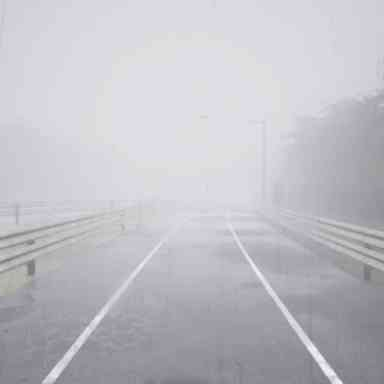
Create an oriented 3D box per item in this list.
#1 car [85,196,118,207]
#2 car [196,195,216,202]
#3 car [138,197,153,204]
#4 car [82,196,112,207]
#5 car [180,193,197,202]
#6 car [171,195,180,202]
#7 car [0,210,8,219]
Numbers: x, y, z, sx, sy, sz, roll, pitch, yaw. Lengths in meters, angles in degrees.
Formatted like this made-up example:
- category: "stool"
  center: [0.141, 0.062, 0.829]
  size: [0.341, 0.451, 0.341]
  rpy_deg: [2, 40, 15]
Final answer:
- category: "car"
  center: [-11.920, 1.407, 43.846]
  size: [2.033, 1.411, 5.357]
  rpy_deg: [0, 0, 20]
- category: "car"
  center: [3.238, 1.501, 74.478]
  size: [1.837, 1.490, 4.892]
  rpy_deg: [0, 0, 20]
- category: "car"
  center: [-6.197, 1.468, 49.179]
  size: [1.994, 1.385, 4.181]
  rpy_deg: [0, 0, 20]
- category: "car"
  center: [-13.801, 1.376, 48.819]
  size: [1.812, 1.442, 4.674]
  rpy_deg: [1, 0, 20]
- category: "car"
  center: [-0.035, 1.210, 75.711]
  size: [2.150, 2.045, 5.566]
  rpy_deg: [0, 0, 20]
- category: "car"
  center: [-3.325, 1.468, 76.909]
  size: [1.837, 1.490, 4.892]
  rpy_deg: [0, 0, 20]
- category: "car"
  center: [-15.628, 1.289, 23.904]
  size: [2.128, 1.511, 4.902]
  rpy_deg: [0, 0, 20]
